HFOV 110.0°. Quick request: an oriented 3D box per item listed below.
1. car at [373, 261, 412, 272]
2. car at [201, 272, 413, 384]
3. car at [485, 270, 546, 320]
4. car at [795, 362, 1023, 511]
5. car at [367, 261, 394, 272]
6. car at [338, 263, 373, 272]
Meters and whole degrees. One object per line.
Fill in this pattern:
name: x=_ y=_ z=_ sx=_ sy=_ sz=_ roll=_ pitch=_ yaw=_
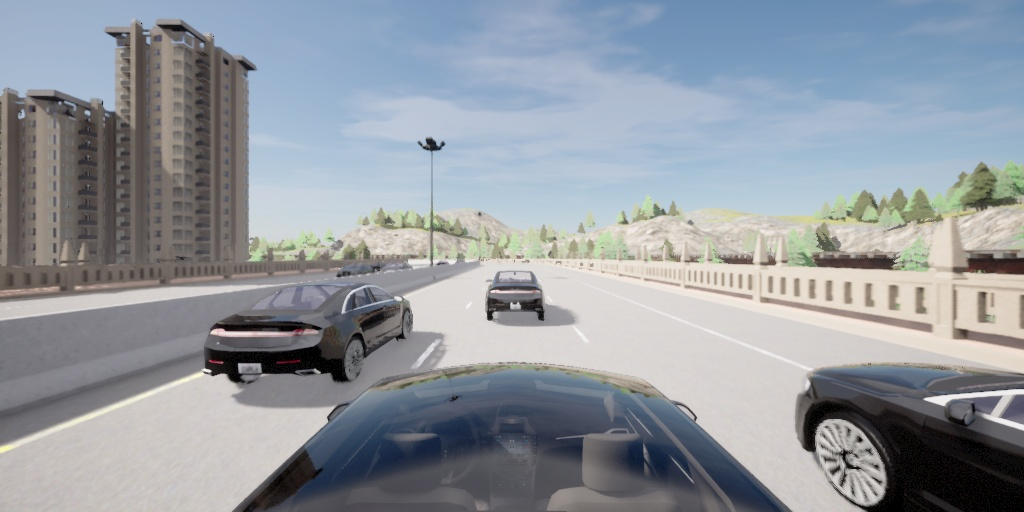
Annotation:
car: x=-10.589 y=1.263 z=32.965 sx=2.128 sy=1.511 sz=4.902 roll=0 pitch=0 yaw=0
car: x=-3.399 y=1.244 z=7.076 sx=2.128 sy=1.511 sz=4.902 roll=0 pitch=0 yaw=0
car: x=0.102 y=1.246 z=12.681 sx=2.128 sy=1.511 sz=4.902 roll=0 pitch=0 yaw=0
car: x=3.599 y=1.241 z=1.408 sx=2.128 sy=1.511 sz=4.902 roll=0 pitch=0 yaw=0
car: x=-17.566 y=1.405 z=48.024 sx=1.895 sy=1.301 sz=4.718 roll=0 pitch=0 yaw=0
car: x=-14.088 y=1.335 z=32.505 sx=1.994 sy=1.385 sz=4.181 roll=0 pitch=0 yaw=0
